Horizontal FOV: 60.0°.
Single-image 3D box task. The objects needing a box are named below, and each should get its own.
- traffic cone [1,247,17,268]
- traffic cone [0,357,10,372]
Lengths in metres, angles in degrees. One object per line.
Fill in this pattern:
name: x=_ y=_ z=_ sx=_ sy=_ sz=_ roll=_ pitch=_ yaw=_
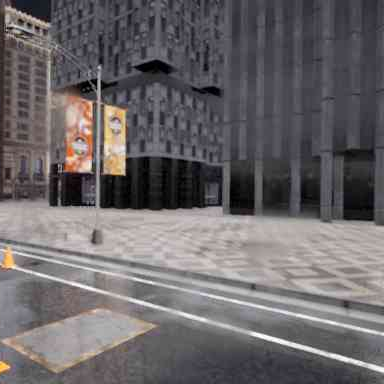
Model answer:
traffic cone: x=-5.599 y=1.992 z=10.212 sx=0.340 sy=0.580 sz=0.340 roll=0 pitch=0 yaw=37
traffic cone: x=-2.562 y=1.970 z=4.231 sx=0.340 sy=0.580 sz=0.340 roll=0 pitch=0 yaw=37
